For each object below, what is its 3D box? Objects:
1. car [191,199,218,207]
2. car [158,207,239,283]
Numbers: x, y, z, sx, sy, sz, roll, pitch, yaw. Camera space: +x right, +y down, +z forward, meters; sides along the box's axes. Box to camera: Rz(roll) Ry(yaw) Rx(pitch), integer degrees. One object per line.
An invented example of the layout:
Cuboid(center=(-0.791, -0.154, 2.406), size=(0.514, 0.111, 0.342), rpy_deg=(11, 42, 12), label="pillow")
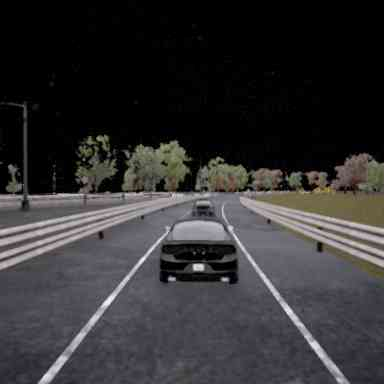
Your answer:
Cuboid(center=(0.973, 1.369, 26.763), size=(1.837, 1.490, 4.892), rpy_deg=(0, 1, 4), label="car")
Cuboid(center=(0.204, 1.428, 9.545), size=(1.882, 1.535, 5.008), rpy_deg=(0, 0, 2), label="car")
